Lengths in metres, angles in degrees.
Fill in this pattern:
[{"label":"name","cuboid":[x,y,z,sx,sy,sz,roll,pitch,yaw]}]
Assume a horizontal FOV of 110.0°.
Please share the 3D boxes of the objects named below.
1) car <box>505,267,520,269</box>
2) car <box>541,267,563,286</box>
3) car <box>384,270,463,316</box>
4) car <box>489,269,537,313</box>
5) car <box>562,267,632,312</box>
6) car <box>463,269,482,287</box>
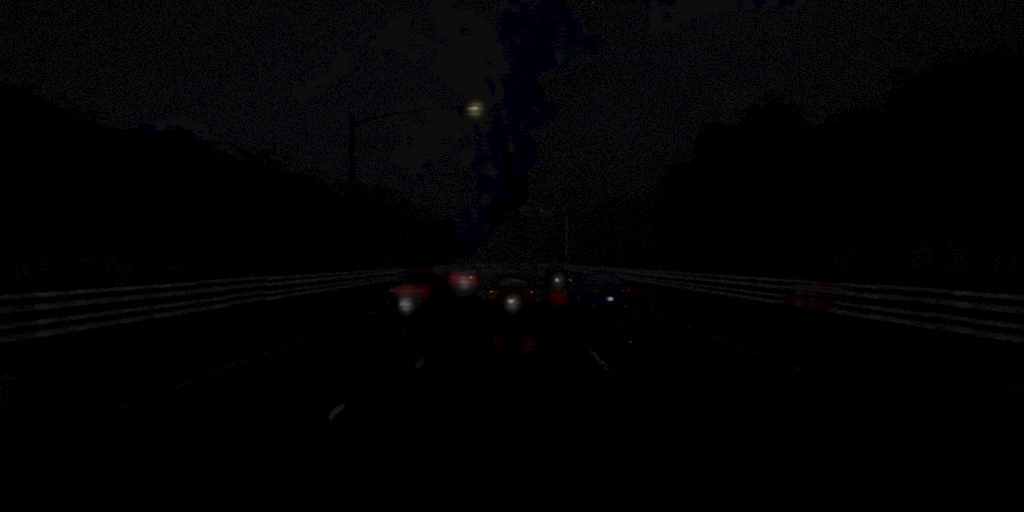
[{"label":"car","cuboid":[0.041,1.659,29.858,1.812,1.442,4.674,0,-1,0]},{"label":"car","cuboid":[3.536,1.630,29.187,1.837,1.490,4.892,0,0,1]},{"label":"car","cuboid":[-3.459,1.407,14.158,2.128,1.511,4.902,0,-1,0]},{"label":"car","cuboid":[0.046,1.451,14.903,1.812,1.442,4.674,0,-1,0]},{"label":"car","cuboid":[3.548,1.409,15.322,1.882,1.535,5.008,0,-1,0]},{"label":"car","cuboid":[-3.471,1.716,28.561,1.895,1.301,4.718,0,-1,1]}]
